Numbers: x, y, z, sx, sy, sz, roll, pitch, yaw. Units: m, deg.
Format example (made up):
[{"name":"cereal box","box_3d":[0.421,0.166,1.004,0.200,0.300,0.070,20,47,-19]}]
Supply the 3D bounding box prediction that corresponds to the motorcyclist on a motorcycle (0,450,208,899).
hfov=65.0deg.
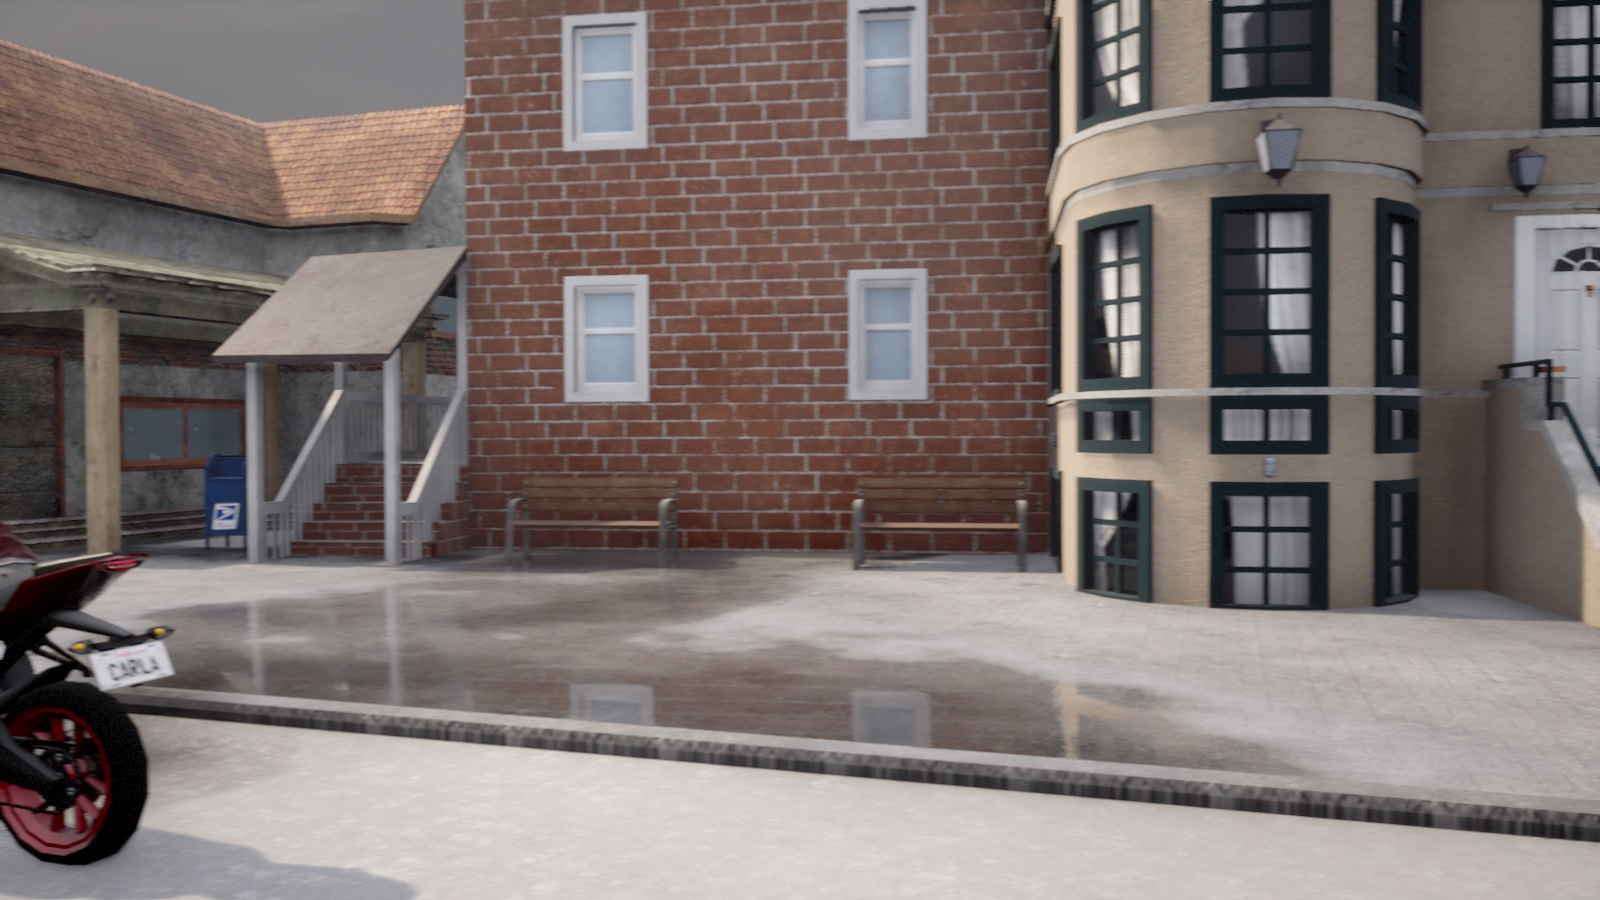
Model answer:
[{"name":"motorcyclist on a motorcycle","box_3d":[-3.517,0.770,4.905,2.191,1.530,0.866,1,1,19]}]
